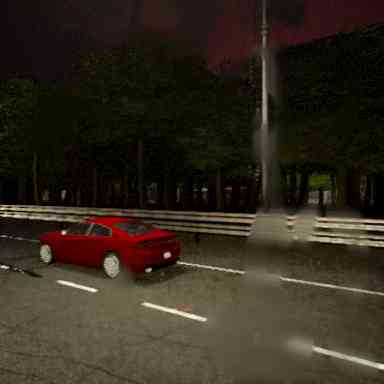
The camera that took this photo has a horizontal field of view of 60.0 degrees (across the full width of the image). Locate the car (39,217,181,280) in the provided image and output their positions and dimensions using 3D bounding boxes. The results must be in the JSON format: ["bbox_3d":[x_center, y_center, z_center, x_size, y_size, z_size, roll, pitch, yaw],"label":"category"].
[{"bbox_3d":[-2.660,1.509,10.068,5.008,1.535,1.882,-1,0,36],"label":"car"}]
